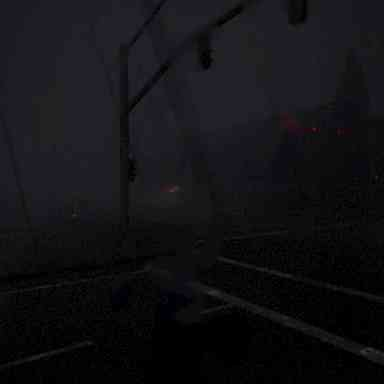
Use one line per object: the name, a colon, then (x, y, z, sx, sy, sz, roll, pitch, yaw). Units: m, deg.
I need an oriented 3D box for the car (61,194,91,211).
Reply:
car: (-13.357, 1.299, 38.909, 2.097, 1.767, 4.553, 0, 0, -34)

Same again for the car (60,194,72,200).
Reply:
car: (-33.182, 1.390, 87.557, 1.837, 1.490, 4.892, 0, 0, -34)

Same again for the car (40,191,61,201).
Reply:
car: (-21.946, 0.784, 51.898, 2.150, 2.045, 5.566, 0, 0, -34)
